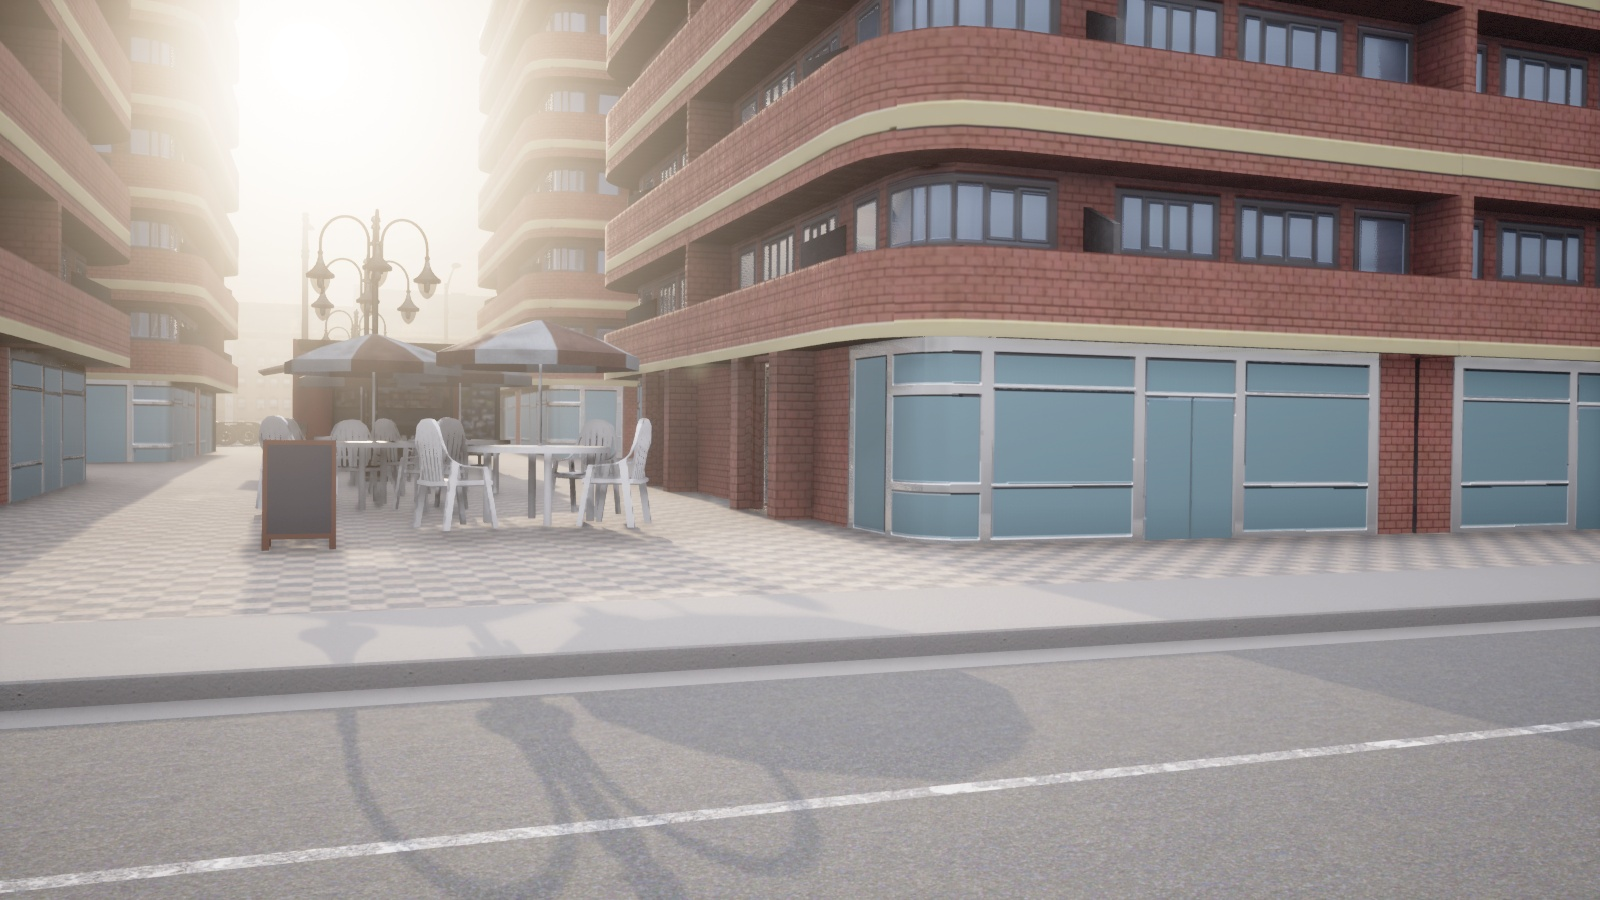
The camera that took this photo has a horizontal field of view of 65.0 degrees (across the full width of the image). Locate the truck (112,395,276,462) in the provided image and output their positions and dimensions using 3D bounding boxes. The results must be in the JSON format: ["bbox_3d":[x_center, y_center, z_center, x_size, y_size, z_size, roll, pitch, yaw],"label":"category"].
[{"bbox_3d":[-33.850,-1.241,70.484,7.936,3.462,2.891,-2,1,-21],"label":"truck"}]
